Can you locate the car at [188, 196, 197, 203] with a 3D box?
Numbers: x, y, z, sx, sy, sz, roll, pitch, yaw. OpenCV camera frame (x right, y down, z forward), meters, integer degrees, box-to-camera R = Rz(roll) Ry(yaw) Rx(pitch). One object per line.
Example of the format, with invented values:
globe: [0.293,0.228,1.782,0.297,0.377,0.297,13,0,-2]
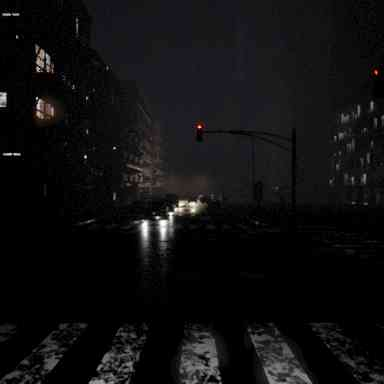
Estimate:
car: [0.119,1.549,69.808,2.033,1.411,5.357,0,0,0]

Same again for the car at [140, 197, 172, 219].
car: [-3.092,1.501,29.354,1.837,1.490,4.892,0,0,0]

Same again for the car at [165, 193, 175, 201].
car: [-5.684,1.322,86.226,2.192,1.841,5.009,-1,0,0]

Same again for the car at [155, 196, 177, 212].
car: [-3.086,1.521,39.109,1.812,1.442,4.674,0,0,0]

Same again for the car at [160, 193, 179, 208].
car: [-3.078,1.218,49.456,2.150,2.045,5.566,0,0,0]

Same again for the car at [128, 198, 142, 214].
car: [-5.693,1.540,35.385,1.887,1.381,4.507,-1,0,0]

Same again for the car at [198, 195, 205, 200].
car: [2.667,1.535,92.101,1.752,1.417,4.829,-1,0,0]

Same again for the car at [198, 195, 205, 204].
car: [2.661,1.551,63.685,2.008,1.369,4.403,-1,0,0]

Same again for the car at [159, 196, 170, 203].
car: [-5.684,1.583,69.279,1.802,1.307,4.206,-1,0,0]

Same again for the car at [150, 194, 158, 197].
car: [-5.693,1.436,41.034,1.967,1.590,4.097,-1,0,0]

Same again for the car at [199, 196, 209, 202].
car: [2.664,1.548,74.984,1.887,1.381,4.507,-1,0,0]

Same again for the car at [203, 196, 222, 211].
car: [2.655,1.540,41.090,1.887,1.381,4.507,-1,0,0]

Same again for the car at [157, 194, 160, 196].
car: [-5.692,1.312,52.333,2.192,1.841,5.009,-1,0,0]

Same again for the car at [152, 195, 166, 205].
car: [-5.689,1.439,57.981,1.967,1.590,4.097,-1,0,0]
